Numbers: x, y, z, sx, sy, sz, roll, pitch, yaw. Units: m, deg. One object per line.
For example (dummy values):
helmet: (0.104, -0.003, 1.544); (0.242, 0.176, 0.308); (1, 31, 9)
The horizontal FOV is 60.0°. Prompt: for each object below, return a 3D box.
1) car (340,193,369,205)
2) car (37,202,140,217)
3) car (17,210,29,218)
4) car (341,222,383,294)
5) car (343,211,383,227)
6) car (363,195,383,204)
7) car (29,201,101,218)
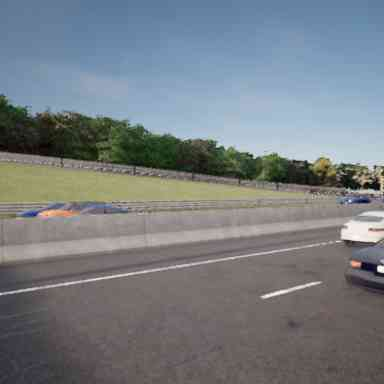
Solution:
car: (23.497, 1.182, 47.518); (5.566, 2.045, 2.150); (0, 0, -37)
car: (-5.135, 1.477, 17.545); (5.008, 1.535, 1.882); (0, 0, -36)
car: (-9.365, 1.477, 23.124); (5.008, 1.535, 1.882); (0, 0, -36)
car: (5.757, 1.546, 7.875); (5.357, 1.411, 2.033); (0, 0, -36)
car: (8.054, 1.523, 13.892); (4.674, 1.442, 1.812); (0, 0, -36)
car: (25.668, 1.510, 44.772); (5.357, 1.411, 2.033); (0, 0, -37)
car: (-7.145, 1.352, 20.413); (4.553, 1.767, 2.097); (0, 0, -36)
